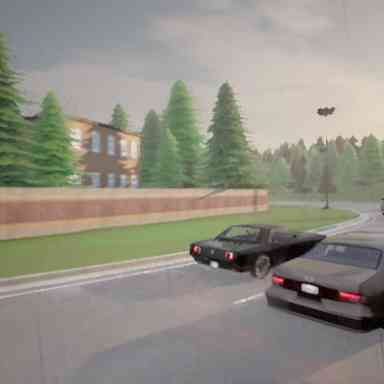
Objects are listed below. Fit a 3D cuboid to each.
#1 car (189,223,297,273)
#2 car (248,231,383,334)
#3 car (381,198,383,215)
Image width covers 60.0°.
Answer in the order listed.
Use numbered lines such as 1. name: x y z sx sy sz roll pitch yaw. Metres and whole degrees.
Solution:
1. car: 2.267 1.611 10.192 4.718 1.301 1.895 0 0 -41
2. car: 3.723 1.535 6.786 5.357 1.411 2.033 0 0 -41
3. car: 18.037 1.139 29.148 2.150 2.045 5.566 0 0 25
